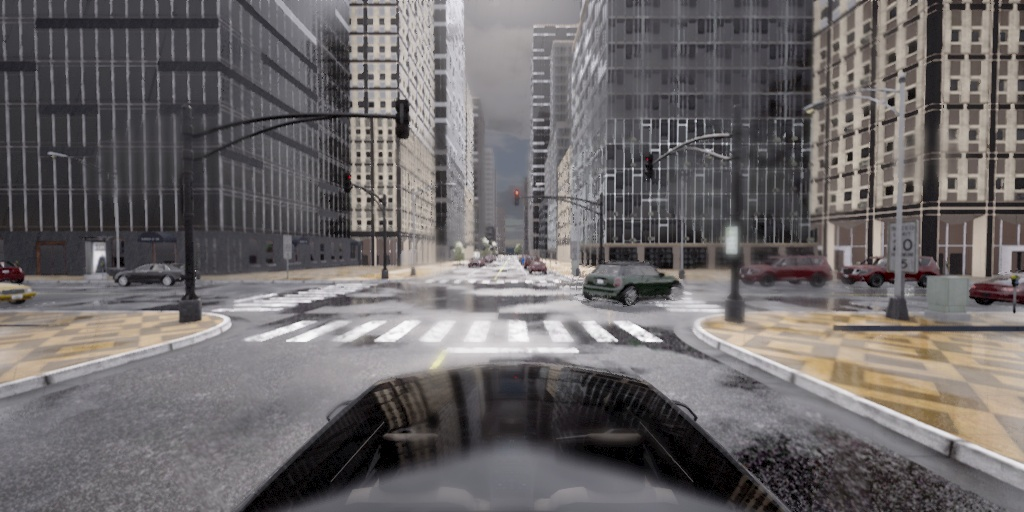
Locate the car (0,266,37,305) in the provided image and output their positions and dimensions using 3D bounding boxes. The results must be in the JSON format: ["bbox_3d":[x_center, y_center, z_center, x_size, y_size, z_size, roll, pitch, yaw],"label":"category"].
[{"bbox_3d":[-21.253,1.235,13.659,4.829,1.417,1.751,0,0,0],"label":"car"}]

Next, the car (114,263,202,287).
[{"bbox_3d":[-21.437,1.093,21.796,4.403,1.370,2.007,0,0,0],"label":"car"}]

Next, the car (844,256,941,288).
[{"bbox_3d":[22.905,0.919,21.871,5.009,1.841,2.192,0,0,0],"label":"car"}]

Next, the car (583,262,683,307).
[{"bbox_3d":[5.232,1.046,15.224,4.553,1.767,2.097,1,1,-34],"label":"car"}]

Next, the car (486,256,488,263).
[{"bbox_3d":[-5.281,0.993,58.081,1.802,1.307,4.207,0,0,0],"label":"car"}]

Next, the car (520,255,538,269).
[{"bbox_3d":[2.581,0.793,47.052,2.192,1.841,5.009,0,0,0],"label":"car"}]

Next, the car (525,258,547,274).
[{"bbox_3d":[2.553,1.127,36.002,1.802,1.307,4.207,0,0,0],"label":"car"}]

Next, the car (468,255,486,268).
[{"bbox_3d":[-5.284,0.885,52.556,1.967,1.591,4.097,0,0,0],"label":"car"}]

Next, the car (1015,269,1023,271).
[{"bbox_3d":[29.266,1.170,19.268,4.892,1.490,1.837,0,1,0],"label":"car"}]

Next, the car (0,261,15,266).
[{"bbox_3d":[-32.553,0.967,21.707,4.097,1.591,1.967,0,0,0],"label":"car"}]

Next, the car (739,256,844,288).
[{"bbox_3d":[16.573,0.911,21.860,5.009,1.841,2.192,0,0,0],"label":"car"}]

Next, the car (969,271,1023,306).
[{"bbox_3d":[20.188,1.350,13.728,4.207,1.307,1.802,0,0,0],"label":"car"}]
